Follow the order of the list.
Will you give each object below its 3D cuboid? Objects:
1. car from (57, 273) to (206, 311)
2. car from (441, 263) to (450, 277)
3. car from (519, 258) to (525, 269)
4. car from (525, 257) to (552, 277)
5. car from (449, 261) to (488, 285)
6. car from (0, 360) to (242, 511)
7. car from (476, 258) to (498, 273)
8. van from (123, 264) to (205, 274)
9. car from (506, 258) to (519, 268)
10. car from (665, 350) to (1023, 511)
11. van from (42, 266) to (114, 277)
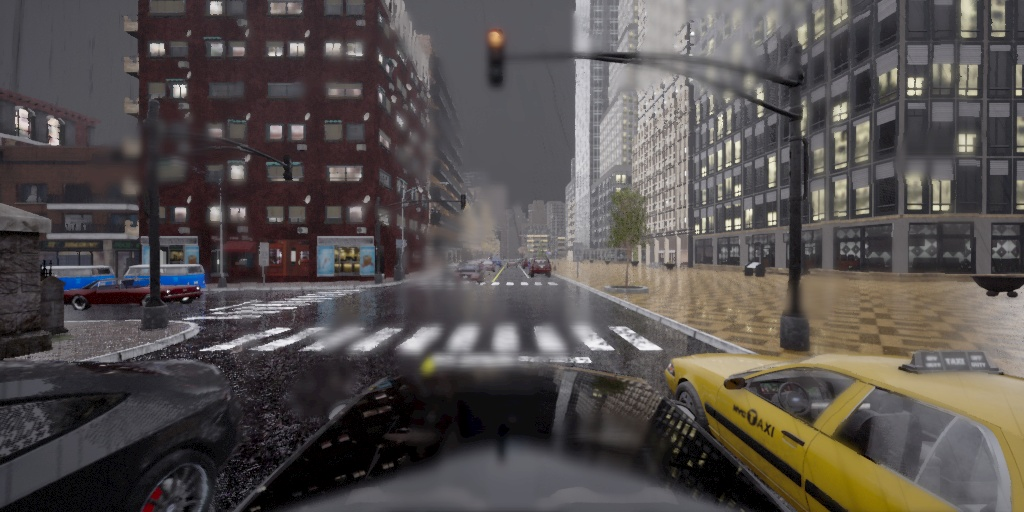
[{"bbox_3d":[-16.544,1.603,15.719,4.718,1.301,1.895,-1,0,-1],"label":"car"},{"bbox_3d":[-5.681,1.310,34.709,2.007,1.370,4.403,0,0,0],"label":"car"},{"bbox_3d":[2.705,1.099,56.812,2.192,1.841,5.009,0,0,0],"label":"car"},{"bbox_3d":[2.698,1.074,34.707,2.192,1.841,5.009,0,0,0],"label":"car"},{"bbox_3d":[-3.092,1.319,26.450,1.994,1.385,4.181,0,0,0],"label":"car"},{"bbox_3d":[-3.101,1.275,1.058,1.812,1.442,4.674,0,0,0],"label":"car"},{"bbox_3d":[-3.098,1.294,44.854,1.812,1.442,4.674,0,0,0],"label":"car"},{"bbox_3d":[-20.762,1.391,21.473,3.998,1.789,1.690,0,0,-1],"label":"van"},{"bbox_3d":[0.016,1.286,63.484,2.128,1.511,4.902,0,0,0],"label":"car"},{"bbox_3d":[2.689,1.275,2.465,1.751,1.417,4.829,0,0,0],"label":"car"},{"bbox_3d":[-26.300,1.481,21.424,3.998,1.789,1.690,0,0,-1],"label":"van"}]
